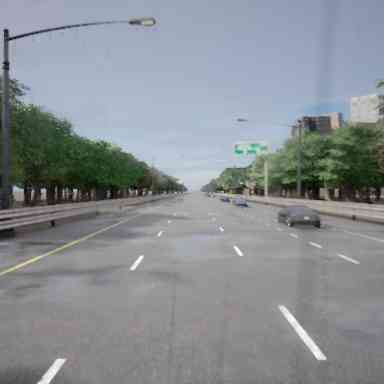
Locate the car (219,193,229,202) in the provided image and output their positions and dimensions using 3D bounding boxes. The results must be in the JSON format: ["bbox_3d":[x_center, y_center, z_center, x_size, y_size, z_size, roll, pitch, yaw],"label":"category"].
[{"bbox_3d":[7.281,1.509,74.481,1.994,1.385,4.181,0,0,0],"label":"car"}]

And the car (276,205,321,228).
[{"bbox_3d":[7.034,1.569,22.360,1.994,1.385,4.181,0,0,0],"label":"car"}]

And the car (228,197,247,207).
[{"bbox_3d":[7.149,1.531,50.347,2.033,1.411,5.357,0,0,0],"label":"car"}]
